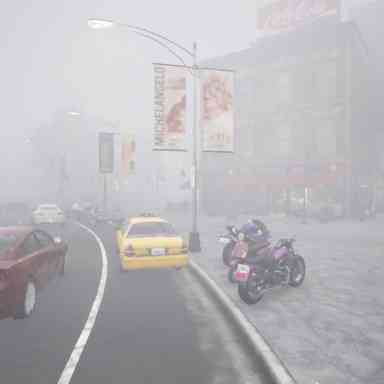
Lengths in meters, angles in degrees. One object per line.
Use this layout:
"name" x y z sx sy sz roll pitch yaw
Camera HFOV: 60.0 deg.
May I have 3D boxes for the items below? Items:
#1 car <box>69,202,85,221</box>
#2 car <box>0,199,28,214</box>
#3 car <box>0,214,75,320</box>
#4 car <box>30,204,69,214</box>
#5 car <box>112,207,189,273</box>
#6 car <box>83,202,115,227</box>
"car" -9.033 1.513 27.542 2.002 1.452 4.674 0 0 -35
"car" -18.534 1.461 34.139 1.882 1.535 5.008 0 0 -44
"car" -4.046 1.474 7.200 1.882 1.535 5.008 0 0 -9
"car" -9.706 1.517 22.300 1.812 1.442 4.674 0 0 -28
"car" -1.493 1.456 10.762 1.801 1.575 5.366 0 0 -15
"car" -6.003 1.591 22.679 1.895 1.301 4.718 0 0 -25
